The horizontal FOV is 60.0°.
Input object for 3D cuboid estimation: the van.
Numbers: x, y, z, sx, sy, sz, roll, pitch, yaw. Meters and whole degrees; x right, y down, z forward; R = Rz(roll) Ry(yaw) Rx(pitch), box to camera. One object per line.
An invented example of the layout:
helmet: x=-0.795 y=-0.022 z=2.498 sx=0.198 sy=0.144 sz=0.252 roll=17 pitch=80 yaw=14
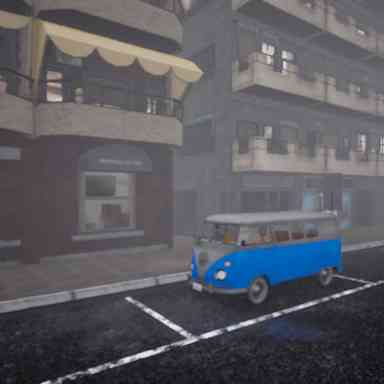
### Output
van: x=1.828 y=1.372 z=7.826 sx=3.998 sy=1.788 sz=1.690 roll=0 pitch=-1 yaw=-35
